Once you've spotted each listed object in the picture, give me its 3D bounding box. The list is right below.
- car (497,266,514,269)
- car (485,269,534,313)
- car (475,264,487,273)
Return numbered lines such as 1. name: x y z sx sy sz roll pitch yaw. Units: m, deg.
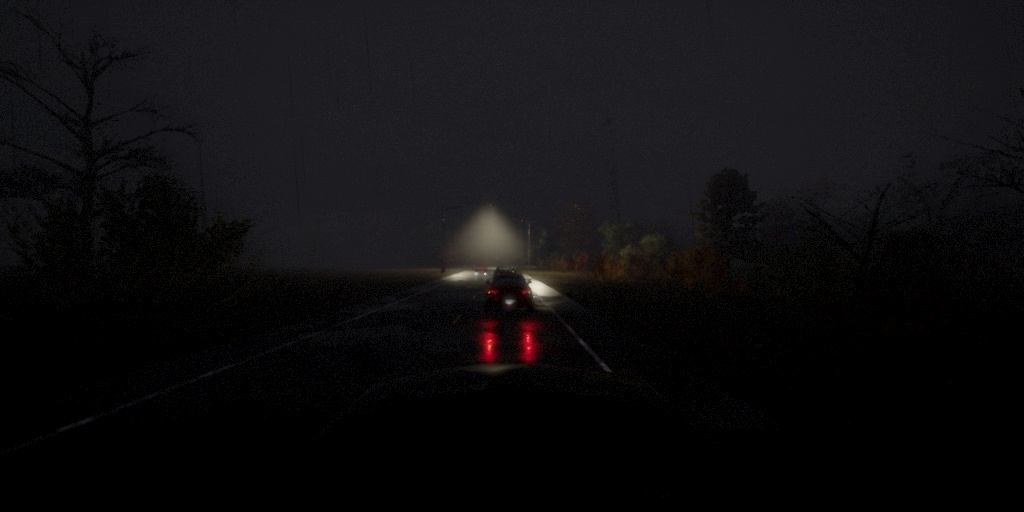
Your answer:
1. car: -0.538 1.585 29.178 2.128 1.511 4.902 0 -1 -1
2. car: -0.130 1.443 14.851 1.812 1.442 4.674 0 0 -1
3. car: -5.033 1.971 58.488 1.812 1.442 4.674 0 -1 -1
